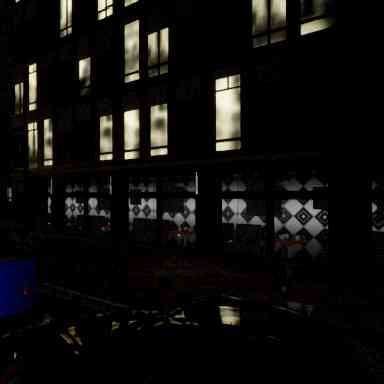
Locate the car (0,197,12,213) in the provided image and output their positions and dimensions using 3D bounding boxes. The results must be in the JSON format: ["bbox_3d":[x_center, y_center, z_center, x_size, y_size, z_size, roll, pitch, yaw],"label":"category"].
[{"bbox_3d":[-14.414,1.358,28.174,2.192,1.841,5.009,-1,-1,35],"label":"car"}]

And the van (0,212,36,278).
[{"bbox_3d":[-4.522,1.342,6.062,3.998,1.788,1.690,0,0,35],"label":"van"}]

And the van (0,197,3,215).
[{"bbox_3d":[-21.251,1.425,33.020,1.690,1.788,3.998,-1,-1,35],"label":"van"}]

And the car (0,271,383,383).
[{"bbox_3d":[0.110,1.582,2.759,4.206,1.307,1.802,0,0,35],"label":"car"}]
